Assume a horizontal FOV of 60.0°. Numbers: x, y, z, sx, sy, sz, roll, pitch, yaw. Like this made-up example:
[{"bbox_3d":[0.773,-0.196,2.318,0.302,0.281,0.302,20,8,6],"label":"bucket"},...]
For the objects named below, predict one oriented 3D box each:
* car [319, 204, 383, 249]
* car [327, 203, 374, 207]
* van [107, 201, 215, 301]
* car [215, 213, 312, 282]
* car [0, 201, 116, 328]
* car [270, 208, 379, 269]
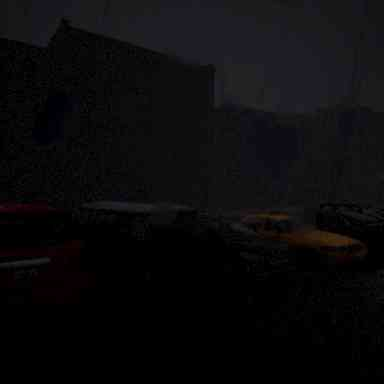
[{"bbox_3d":[5.253,1.449,13.182,2.231,1.521,4.892,0,0,-35],"label":"car"},{"bbox_3d":[7.498,1.314,14.829,2.185,1.767,4.553,0,0,-35],"label":"car"},{"bbox_3d":[-1.617,1.245,8.435,1.878,1.987,4.442,0,0,-35],"label":"van"},{"bbox_3d":[0.714,1.465,9.961,2.231,1.521,4.892,0,0,-35],"label":"car"},{"bbox_3d":[-3.832,1.227,6.747,2.435,2.045,5.566,0,0,-35],"label":"car"},{"bbox_3d":[3.091,1.452,11.421,1.946,1.575,5.366,0,0,-35],"label":"car"}]
